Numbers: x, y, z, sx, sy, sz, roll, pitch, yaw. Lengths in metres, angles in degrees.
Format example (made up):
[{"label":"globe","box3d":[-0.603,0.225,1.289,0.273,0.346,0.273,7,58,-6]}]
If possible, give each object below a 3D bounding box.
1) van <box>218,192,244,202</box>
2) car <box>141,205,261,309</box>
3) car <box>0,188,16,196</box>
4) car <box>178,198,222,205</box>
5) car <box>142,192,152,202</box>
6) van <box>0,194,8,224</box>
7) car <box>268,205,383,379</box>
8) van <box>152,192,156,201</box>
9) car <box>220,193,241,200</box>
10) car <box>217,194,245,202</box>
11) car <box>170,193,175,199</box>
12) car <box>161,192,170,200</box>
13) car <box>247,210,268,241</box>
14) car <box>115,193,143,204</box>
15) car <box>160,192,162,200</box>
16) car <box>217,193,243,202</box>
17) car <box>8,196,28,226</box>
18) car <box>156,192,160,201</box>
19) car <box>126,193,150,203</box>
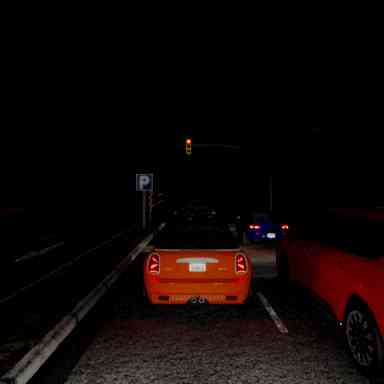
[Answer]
[{"label":"van","box3d":[7.153,1.034,62.928,4.442,1.987,1.878,1,0,-14]},{"label":"car","box3d":[0.101,1.363,8.049,2.097,1.767,4.553,0,0,0]},{"label":"car","box3d":[-28.270,0.129,51.127,2.002,1.452,4.674,6,-3,-20]},{"label":"car","box3d":[0.141,1.376,16.696,2.097,1.767,4.553,0,0,0]},{"label":"car","box3d":[-10.930,1.306,63.287,5.366,1.575,1.946,-1,0,-15]},{"label":"van","box3d":[-13.641,1.293,19.506,4.442,1.987,1.878,-1,0,-20]},{"label":"car","box3d":[3.099,1.229,5.660,2.150,2.045,5.566,0,0,-1]},{"label":"van","box3d":[-10.384,1.083,69.281,4.442,1.987,1.878,-1,0,-14]},{"label":"car","box3d":[9.291,1.118,80.602,4.553,1.767,2.185,1,0,-12]},{"label":"car","box3d":[8.061,1.254,68.893,5.366,1.575,1.946,1,0,-13]},{"label":"car","box3d":[-8.183,1.053,87.242,5.566,2.045,2.435,-1,0,-12]},{"label":"car","box3d":[-8.627,1.346,84.234,4.674,1.452,2.002,-1,0,-12]},{"label":"car","box3d":[3.131,1.547,15.354,1.812,1.442,4.674,0,0,0]},{"label":"car","box3d":[-11.569,1.350,60.294,4.792,1.488,2.163,-1,0,-15]},{"label":"car","box3d":[-9.795,1.349,75.248,4.674,1.452,2.002,-1,0,-13]},{"label":"car","box3d":[7.531,1.132,65.898,4.553,1.767,2.185,1,0,-14]},{"label":"car","box3d":[-13.672,1.399,22.483,4.553,1.767,2.185,-1,0,-19]},{"label":"car","box3d":[-10.162,1.311,72.252,4.892,1.521,2.231,-1,0,-14]},{"label":"car","box3d":[-10.843,1.187,66.240,4.553,1.767,2.185,-1,0,-14]}]
